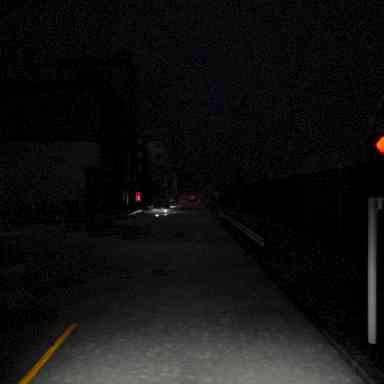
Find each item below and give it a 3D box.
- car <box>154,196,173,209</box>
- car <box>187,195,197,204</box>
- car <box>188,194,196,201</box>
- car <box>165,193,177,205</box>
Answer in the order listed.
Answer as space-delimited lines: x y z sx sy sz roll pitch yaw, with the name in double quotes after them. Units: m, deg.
-4.058 1.564 45.686 1.994 1.385 4.181 0 0 0 "car"
0.051 1.491 66.268 2.128 1.511 4.902 0 0 0 "car"
0.057 1.310 76.688 1.882 1.535 5.008 0 0 0 "car"
-4.042 1.352 55.416 2.097 1.767 4.553 0 0 0 "car"
